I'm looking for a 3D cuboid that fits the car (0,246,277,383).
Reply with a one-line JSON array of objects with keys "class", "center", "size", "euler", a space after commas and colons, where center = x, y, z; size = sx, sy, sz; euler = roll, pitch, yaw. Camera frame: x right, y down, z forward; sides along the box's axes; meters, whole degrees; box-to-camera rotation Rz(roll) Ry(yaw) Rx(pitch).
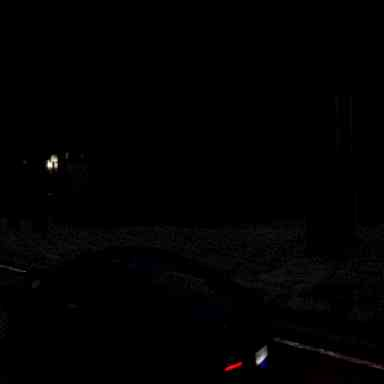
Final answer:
[{"class": "car", "center": [-1.132, 1.552, 4.854], "size": [4.674, 1.442, 1.812], "euler": [0, 0, 36]}]
